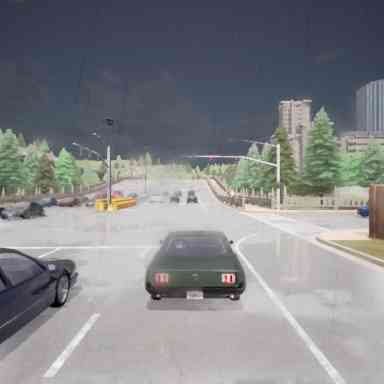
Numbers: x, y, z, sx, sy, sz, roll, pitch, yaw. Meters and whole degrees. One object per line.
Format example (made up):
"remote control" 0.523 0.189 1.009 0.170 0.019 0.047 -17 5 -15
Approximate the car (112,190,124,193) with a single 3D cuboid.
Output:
"car" -17.612 0.573 78.792 2.150 2.045 5.566 0 3 0

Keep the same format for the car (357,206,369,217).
"car" 16.999 1.478 28.842 5.008 1.535 1.882 0 0 0

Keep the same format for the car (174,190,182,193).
"car" -3.659 0.207 87.435 2.128 1.511 4.902 0 7 0

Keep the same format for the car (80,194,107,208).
"car" -14.096 1.492 48.543 2.128 1.511 4.902 0 0 0

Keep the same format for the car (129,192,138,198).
"car" -14.112 0.865 78.925 2.128 1.511 4.902 0 3 0

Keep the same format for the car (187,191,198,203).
"car" 0.045 1.264 68.093 2.097 1.767 4.553 0 1 0

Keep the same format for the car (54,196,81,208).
"car" -17.595 1.478 48.018 1.882 1.535 5.008 0 0 0

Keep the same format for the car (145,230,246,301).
"car" 0.108 1.601 8.304 1.895 1.301 4.718 0 0 1

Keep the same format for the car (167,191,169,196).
"car" -7.161 0.229 87.868 1.895 1.301 4.718 0 7 0

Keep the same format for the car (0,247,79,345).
"car" -3.431 1.547 4.894 2.033 1.411 5.357 0 0 0

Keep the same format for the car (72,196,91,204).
"car" -21.053 1.478 63.571 2.128 1.511 4.902 0 0 0

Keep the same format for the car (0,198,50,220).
"car" -14.098 1.526 28.103 1.812 1.442 4.674 0 0 0

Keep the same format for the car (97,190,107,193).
"car" -21.112 0.573 78.773 2.150 2.045 5.566 0 3 0

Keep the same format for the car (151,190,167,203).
"car" -6.951 1.147 67.573 2.150 2.045 5.566 0 1 0

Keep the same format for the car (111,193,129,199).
"car" -14.070 1.460 63.940 1.882 1.535 5.008 0 1 0

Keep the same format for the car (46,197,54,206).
"car" -21.094 1.526 48.741 1.812 1.442 4.674 0 0 0

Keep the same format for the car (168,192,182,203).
"car" -3.456 1.409 68.451 1.837 1.490 4.892 0 2 0
